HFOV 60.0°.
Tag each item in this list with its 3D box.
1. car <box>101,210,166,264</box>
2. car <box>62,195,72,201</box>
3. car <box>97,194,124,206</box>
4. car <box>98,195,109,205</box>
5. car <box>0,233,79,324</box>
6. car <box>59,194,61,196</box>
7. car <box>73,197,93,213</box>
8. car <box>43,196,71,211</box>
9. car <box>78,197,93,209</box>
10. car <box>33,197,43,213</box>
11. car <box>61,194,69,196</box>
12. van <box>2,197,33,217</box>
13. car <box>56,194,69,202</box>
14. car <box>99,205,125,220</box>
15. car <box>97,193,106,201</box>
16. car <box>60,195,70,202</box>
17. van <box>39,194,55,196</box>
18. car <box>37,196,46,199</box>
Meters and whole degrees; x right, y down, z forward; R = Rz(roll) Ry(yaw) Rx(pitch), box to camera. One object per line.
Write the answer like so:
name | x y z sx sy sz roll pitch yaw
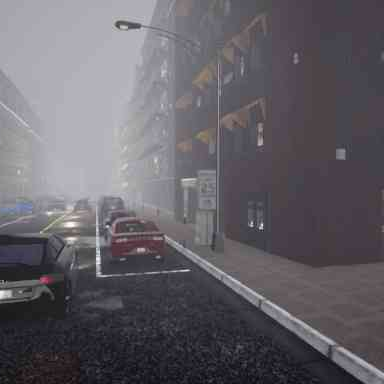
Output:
car | -2.098 1.542 11.785 1.887 1.381 4.507 -1 0 -16
car | -32.008 1.556 85.364 1.947 1.339 4.313 -1 0 -16
car | -6.708 1.308 27.782 2.192 1.841 5.009 -1 0 -16
car | -16.111 1.432 60.440 1.967 1.590 4.097 -1 0 -16
car | -3.532 1.561 7.083 1.994 1.385 4.181 0 0 -16
car | -22.616 1.300 52.704 2.192 1.841 5.009 -1 0 -16
car | -12.074 1.515 36.932 1.812 1.442 4.674 0 0 -16
car | -16.156 1.535 40.079 2.033 1.411 5.357 0 0 -16
car | -14.978 1.467 46.839 1.882 1.535 5.008 0 0 -16
car | -17.869 1.567 36.389 1.802 1.307 4.206 -1 0 -16
car | -27.306 1.537 69.036 2.008 1.369 4.403 -1 0 -16
van | -16.304 1.327 30.945 1.690 1.788 3.998 -1 0 -16
car | -28.876 1.302 74.478 2.192 1.841 5.009 -1 0 -16
car | -3.570 1.562 16.899 1.947 1.339 4.313 -1 0 -16
car | -23.950 1.311 87.652 2.192 1.841 5.009 -1 0 -16
car | -30.442 1.429 79.921 1.967 1.590 4.097 -1 0 -16
van | -21.021 1.326 47.270 1.690 1.788 3.998 -1 0 -16
car | -19.439 1.567 41.830 1.802 1.307 4.206 -1 0 -16
